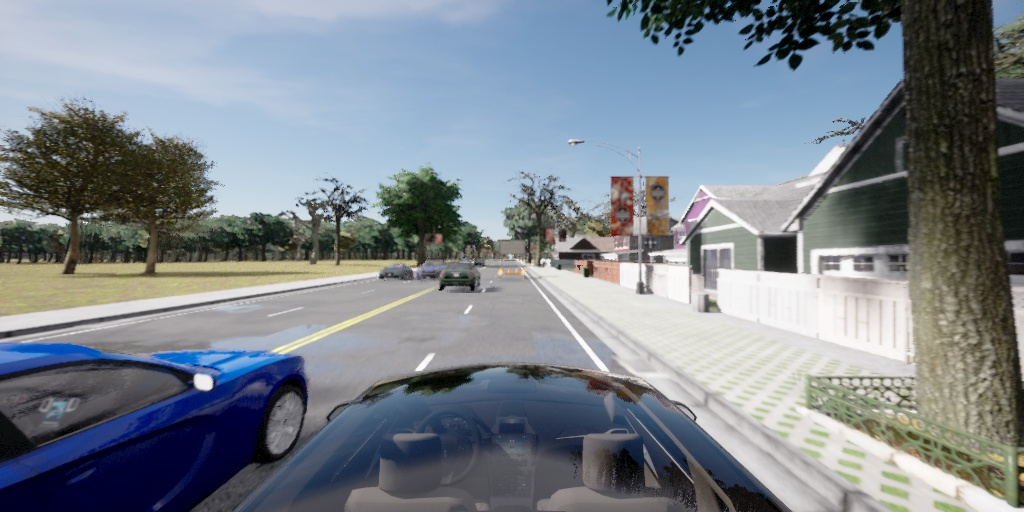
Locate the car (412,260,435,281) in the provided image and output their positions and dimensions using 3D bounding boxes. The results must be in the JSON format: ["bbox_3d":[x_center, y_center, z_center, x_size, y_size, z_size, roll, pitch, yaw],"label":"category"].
[{"bbox_3d":[-6.596,1.126,30.336,2.097,1.767,4.553,0,0,0],"label":"car"}]

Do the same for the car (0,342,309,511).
[{"bbox_3d":[-3.150,1.228,1.926,1.882,1.535,5.008,0,0,0],"label":"car"}]

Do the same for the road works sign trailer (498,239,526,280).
[{"bbox_3d":[-0.001,0.241,32.191,2.380,3.560,2.880,0,0,0],"label":"road works sign trailer"}]

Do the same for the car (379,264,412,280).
[{"bbox_3d":[-9.845,1.339,30.783,1.994,1.385,4.181,0,0,0],"label":"car"}]

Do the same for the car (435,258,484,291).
[{"bbox_3d":[-3.152,1.117,22.436,2.097,1.767,4.553,0,0,0],"label":"car"}]
